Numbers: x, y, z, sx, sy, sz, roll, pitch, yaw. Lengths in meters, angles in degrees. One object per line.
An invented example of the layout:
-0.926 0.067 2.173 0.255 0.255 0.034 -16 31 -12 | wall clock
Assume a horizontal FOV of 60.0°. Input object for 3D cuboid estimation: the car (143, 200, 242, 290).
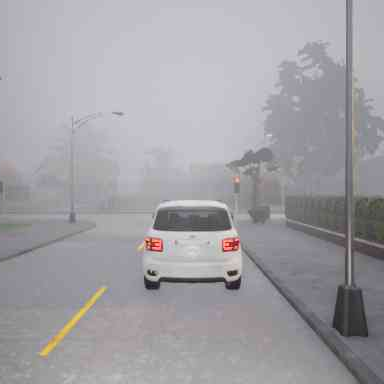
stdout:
0.026 1.221 9.227 2.150 2.045 5.566 0 0 0 | car
